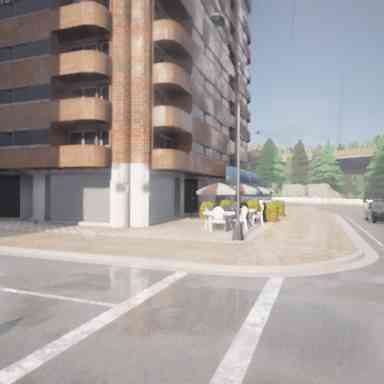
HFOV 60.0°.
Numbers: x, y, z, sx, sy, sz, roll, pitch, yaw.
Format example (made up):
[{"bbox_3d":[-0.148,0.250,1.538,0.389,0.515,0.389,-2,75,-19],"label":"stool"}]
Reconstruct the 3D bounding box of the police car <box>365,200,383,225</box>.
[{"bbox_3d":[13.554,1.386,23.583,1.930,1.638,5.238,1,0,21],"label":"police car"}]
